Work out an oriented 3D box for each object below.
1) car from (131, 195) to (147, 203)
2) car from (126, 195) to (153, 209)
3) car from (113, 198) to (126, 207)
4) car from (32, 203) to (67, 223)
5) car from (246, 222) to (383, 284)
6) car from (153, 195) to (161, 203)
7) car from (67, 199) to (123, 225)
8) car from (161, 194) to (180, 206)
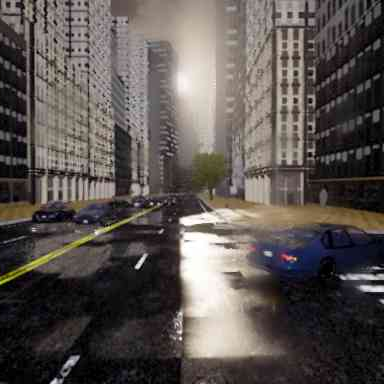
[{"bbox_3d":[-9.874,1.311,62.549,2.128,1.511,4.902,0,0,0],"label":"car"},{"bbox_3d":[-6.668,1.343,42.704,2.128,1.511,4.902,0,0,0],"label":"car"},{"bbox_3d":[-9.918,1.444,44.723,1.895,1.301,4.718,0,0,0],"label":"car"},{"bbox_3d":[-9.897,1.475,24.205,1.994,1.385,4.181,0,0,0],"label":"car"},{"bbox_3d":[4.119,1.639,9.935,5.357,1.411,2.033,0,1,-32],"label":"car"},{"bbox_3d":[-6.624,1.354,62.556,2.033,1.411,5.357,0,0,0],"label":"car"},{"bbox_3d":[-6.647,1.463,23.463,2.033,1.411,5.357,0,0,0],"label":"car"},{"bbox_3d":[-3.250,1.428,50.625,1.895,1.301,4.718,0,0,0],"label":"car"}]
